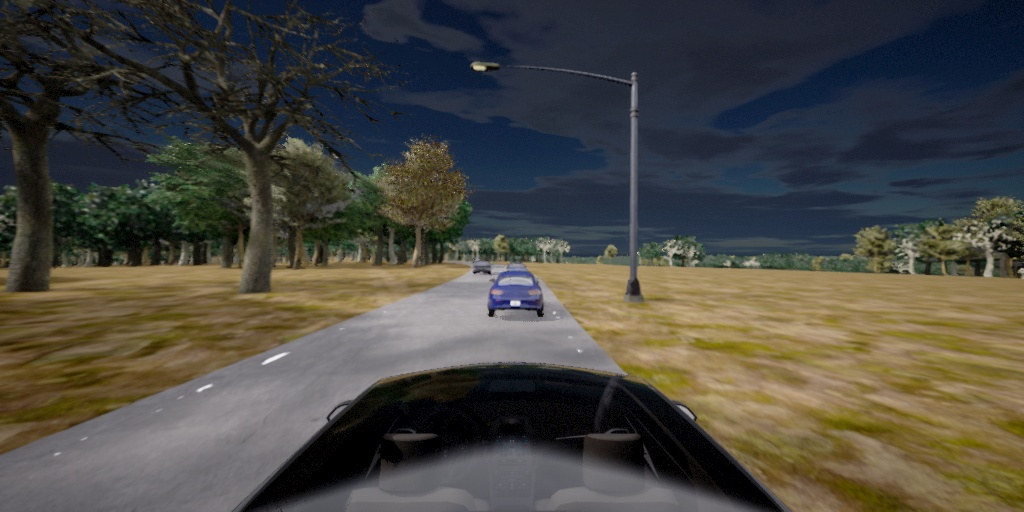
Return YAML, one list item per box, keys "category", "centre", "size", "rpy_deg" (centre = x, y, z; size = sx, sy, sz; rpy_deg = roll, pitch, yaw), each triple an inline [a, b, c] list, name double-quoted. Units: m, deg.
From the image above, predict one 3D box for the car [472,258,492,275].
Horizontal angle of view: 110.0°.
- category: "car"
  centre: [-3.006, 1.218, 37.047]
  size: [2.033, 1.411, 5.357]
  rpy_deg: [0, 0, -2]

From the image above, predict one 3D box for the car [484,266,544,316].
- category: "car"
  centre: [0.149, 1.255, 13.136]
  size: [1.812, 1.442, 4.674]
  rpy_deg: [0, 0, 1]

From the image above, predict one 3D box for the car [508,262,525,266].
- category: "car"
  centre: [0.347, 1.246, 30.960]
  size: [2.033, 1.411, 5.357]
  rpy_deg: [0, 0, -1]
